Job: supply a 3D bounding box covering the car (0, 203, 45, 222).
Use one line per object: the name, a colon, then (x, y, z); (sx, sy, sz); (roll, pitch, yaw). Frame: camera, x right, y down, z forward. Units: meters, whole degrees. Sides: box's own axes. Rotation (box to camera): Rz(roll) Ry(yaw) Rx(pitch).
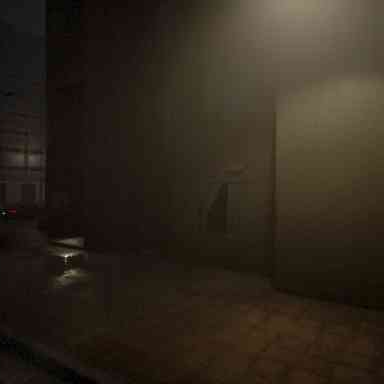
car: (-12.111, 1.506, 25.203); (1.994, 1.385, 4.181); (0, 0, 35)
